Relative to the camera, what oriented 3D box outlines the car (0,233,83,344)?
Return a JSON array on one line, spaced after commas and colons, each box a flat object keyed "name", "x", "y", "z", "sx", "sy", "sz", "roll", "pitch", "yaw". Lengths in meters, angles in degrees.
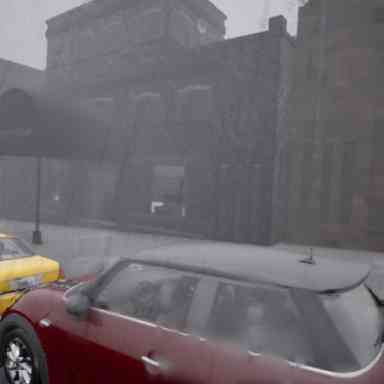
[{"name": "car", "x": -4.822, "y": 1.471, "z": 6.972, "sx": 5.366, "sy": 1.575, "sz": 1.946, "roll": 0, "pitch": 0, "yaw": 35}]
